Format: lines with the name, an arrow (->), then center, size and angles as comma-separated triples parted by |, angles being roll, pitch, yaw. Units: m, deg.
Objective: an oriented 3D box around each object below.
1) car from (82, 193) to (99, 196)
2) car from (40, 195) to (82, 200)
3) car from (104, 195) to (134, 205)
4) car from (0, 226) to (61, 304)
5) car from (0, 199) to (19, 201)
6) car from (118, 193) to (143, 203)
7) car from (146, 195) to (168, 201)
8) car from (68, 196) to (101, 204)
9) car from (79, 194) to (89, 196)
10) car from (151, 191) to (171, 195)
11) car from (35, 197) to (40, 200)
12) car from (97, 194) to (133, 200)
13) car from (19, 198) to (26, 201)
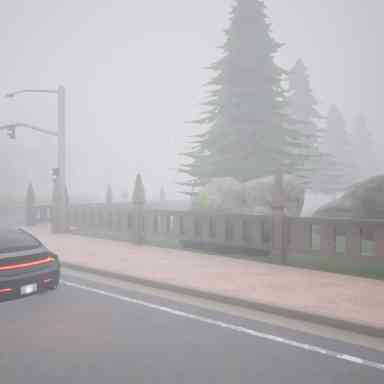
car -> -17.985, 1.197, 56.227 | 2.150, 2.045, 5.566 | 0, 1, 36
car -> -17.500, 1.526, 44.882 | 1.812, 1.442, 4.674 | 0, 0, 36
car -> -12.634, 1.383, 57.707 | 2.128, 1.511, 4.902 | 0, 2, 36
car -> -4.919, 1.505, 7.445 | 4.892, 1.490, 1.837 | 0, 0, 36
car -> -22.604, 1.564, 37.772 | 1.994, 1.385, 4.181 | 0, 0, 36
car -> -11.915, 1.151, 64.705 | 1.837, 1.490, 4.892 | 0, 3, 36
car -> -4.581, 1.520, 44.558 | 1.812, 1.442, 4.674 | 0, 0, 35
car -> -12.504, 1.547, 39.489 | 2.033, 1.411, 5.357 | 0, 0, 36
car -> -18.492, 1.491, 49.508 | 2.128, 1.511, 4.902 | 0, 0, 36
car -> -5.973, 0.845, 60.983 | 2.150, 2.045, 5.566 | 0, 3, 36
car -> -23.686, 1.505, 48.268 | 1.837, 1.490, 4.892 | 0, 0, 36
car -> -12.138, 1.479, 52.384 | 1.837, 1.490, 4.892 | 0, 1, 36
car -> -23.985, 1.547, 41.846 | 2.033, 1.411, 5.357 | 0, 0, 36
